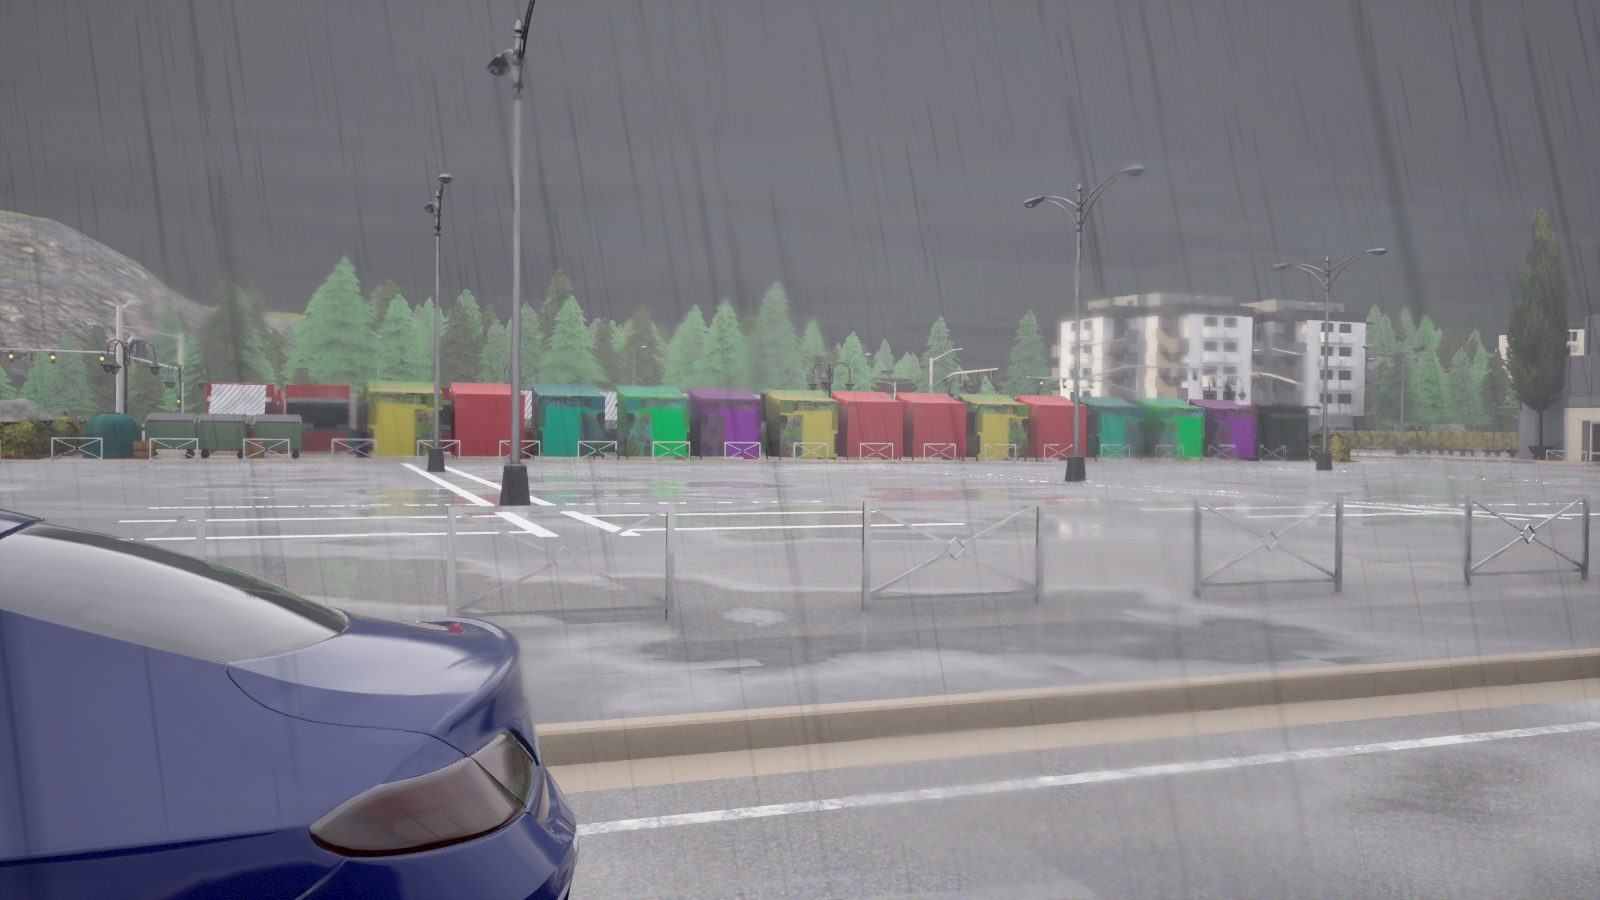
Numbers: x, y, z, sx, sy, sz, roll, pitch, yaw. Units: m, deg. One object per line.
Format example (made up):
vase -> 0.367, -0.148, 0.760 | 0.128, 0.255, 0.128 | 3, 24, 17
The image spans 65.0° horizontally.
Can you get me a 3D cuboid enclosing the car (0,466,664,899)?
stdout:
car -> -2.743, 0.818, 2.198 | 4.674, 1.442, 1.812 | -1, 1, -21
